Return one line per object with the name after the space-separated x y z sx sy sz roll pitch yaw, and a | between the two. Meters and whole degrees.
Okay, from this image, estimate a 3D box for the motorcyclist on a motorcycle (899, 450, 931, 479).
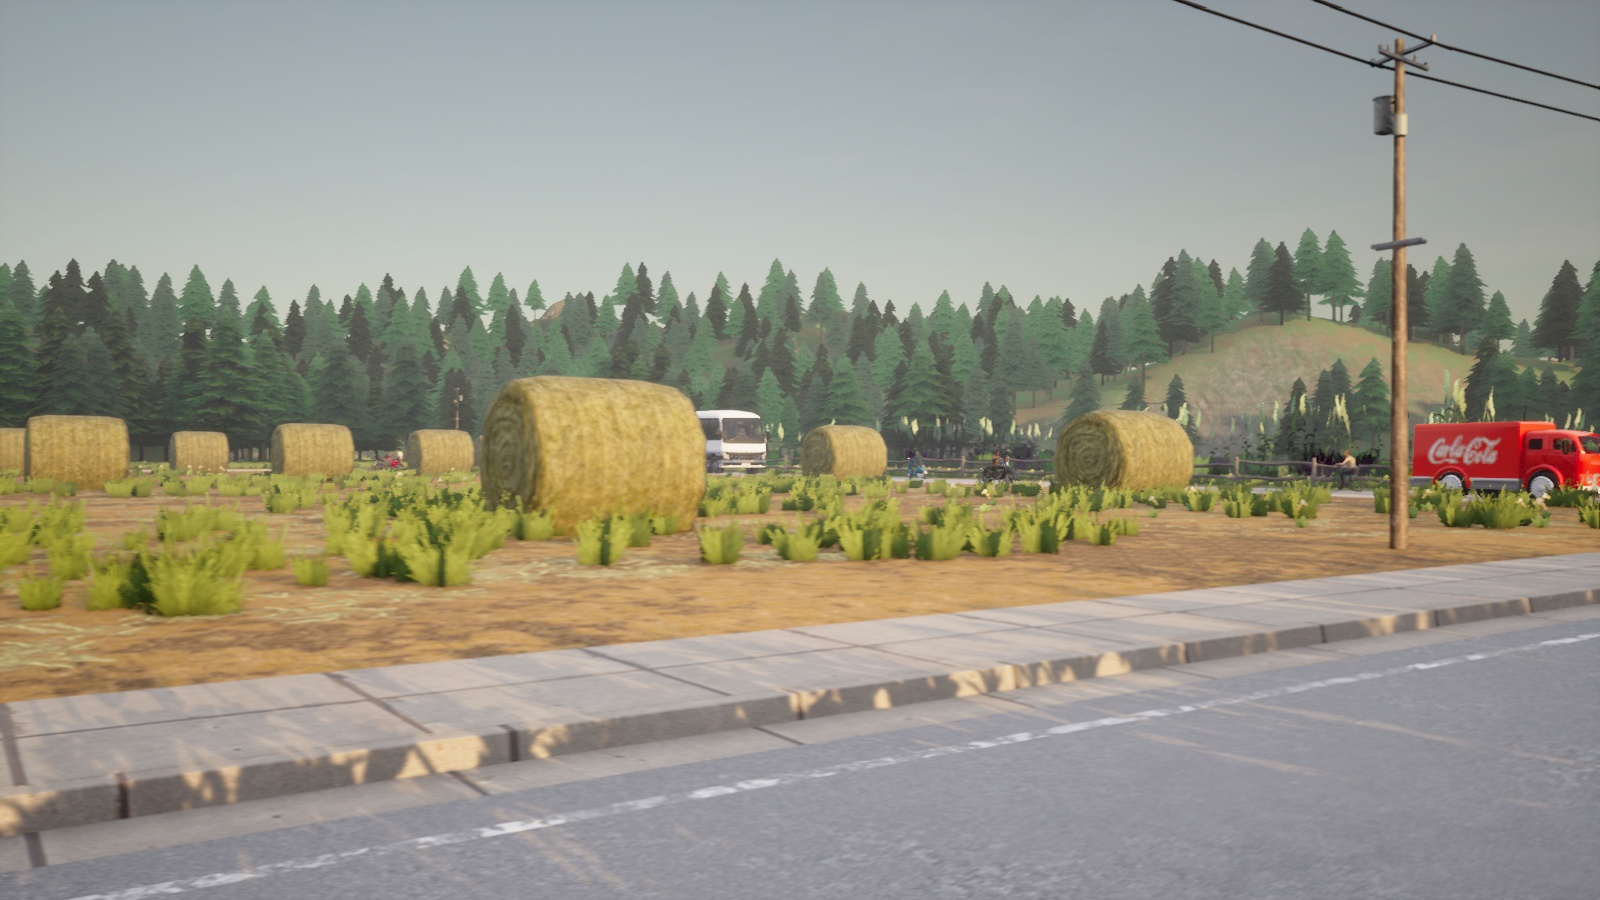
6.443 0.822 70.411 0.866 1.590 1.817 0 0 -32 | motorcyclist on a motorcycle

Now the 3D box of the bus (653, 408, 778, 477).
-5.776 -0.450 83.428 3.944 4.253 10.273 0 0 -32 | bus

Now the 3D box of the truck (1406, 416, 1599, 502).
21.962 0.272 38.829 2.627 2.467 5.204 0 0 -32 | truck

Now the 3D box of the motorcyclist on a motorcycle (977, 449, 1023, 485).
9.399 0.785 59.034 0.766 1.649 2.350 0 0 -32 | motorcyclist on a motorcycle

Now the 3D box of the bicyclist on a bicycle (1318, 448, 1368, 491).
20.591 0.720 47.656 0.866 1.612 1.509 0 0 -32 | bicyclist on a bicycle
